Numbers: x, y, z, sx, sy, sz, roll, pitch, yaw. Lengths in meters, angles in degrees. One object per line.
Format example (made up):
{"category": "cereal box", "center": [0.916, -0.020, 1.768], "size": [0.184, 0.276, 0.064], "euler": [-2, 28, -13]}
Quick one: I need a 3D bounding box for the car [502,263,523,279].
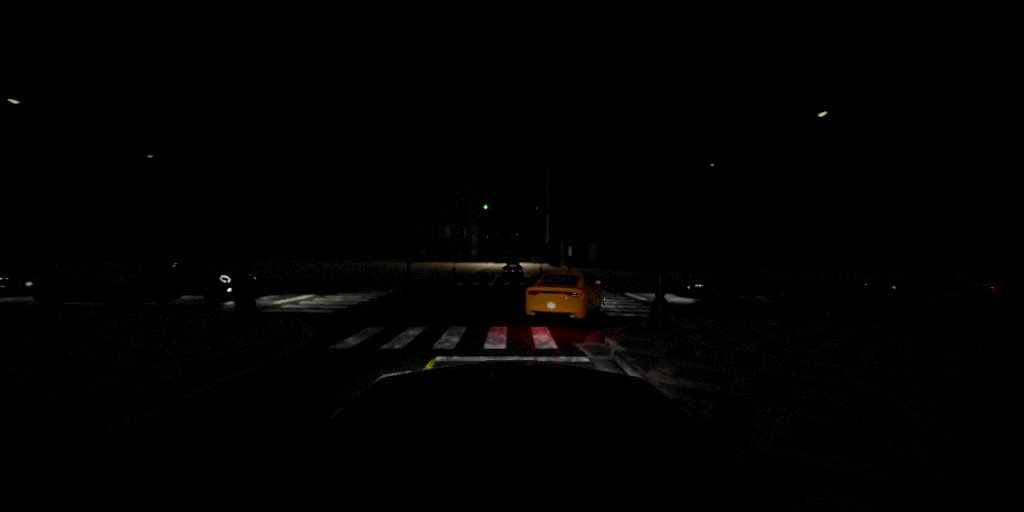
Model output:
{"category": "car", "center": [0.079, 1.337, 33.531], "size": [2.033, 1.411, 5.357], "euler": [0, 0, 0]}

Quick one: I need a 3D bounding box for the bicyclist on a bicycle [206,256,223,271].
{"category": "bicyclist on a bicycle", "center": [-20.508, 0.808, 24.695], "size": [0.582, 1.620, 1.656], "euler": [1, 0, 0]}

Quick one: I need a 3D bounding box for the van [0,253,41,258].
{"category": "van", "center": [-31.159, 0.703, 21.721], "size": [3.998, 1.789, 1.690], "euler": [0, 0, 0]}

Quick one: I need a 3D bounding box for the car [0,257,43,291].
{"category": "car", "center": [-23.906, 0.947, 15.959], "size": [4.902, 1.511, 2.128], "euler": [1, 0, 0]}

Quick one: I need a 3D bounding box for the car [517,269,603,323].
{"category": "car", "center": [1.973, 1.256, 12.519], "size": [1.882, 1.535, 5.008], "euler": [0, 0, 20]}

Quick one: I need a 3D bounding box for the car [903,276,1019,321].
{"category": "car", "center": [17.932, 1.587, 13.315], "size": [4.829, 1.417, 1.751], "euler": [0, 0, 0]}

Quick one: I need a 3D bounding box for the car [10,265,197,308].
{"category": "car", "center": [-14.787, 1.130, 13.203], "size": [4.403, 1.370, 2.007], "euler": [0, 0, 0]}

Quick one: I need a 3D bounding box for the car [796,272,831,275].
{"category": "car", "center": [17.767, 1.618, 21.840], "size": [4.403, 1.370, 2.007], "euler": [0, 0, 0]}

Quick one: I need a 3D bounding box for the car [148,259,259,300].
{"category": "car", "center": [-13.908, 0.946, 15.918], "size": [4.553, 1.767, 2.097], "euler": [1, 0, 1]}

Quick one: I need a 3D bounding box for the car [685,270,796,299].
{"category": "car", "center": [11.871, 1.479, 19.171], "size": [4.892, 1.490, 1.837], "euler": [1, 0, 0]}

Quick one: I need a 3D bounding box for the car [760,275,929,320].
{"category": "car", "center": [12.120, 1.540, 13.312], "size": [4.313, 1.339, 1.948], "euler": [0, 0, 0]}
